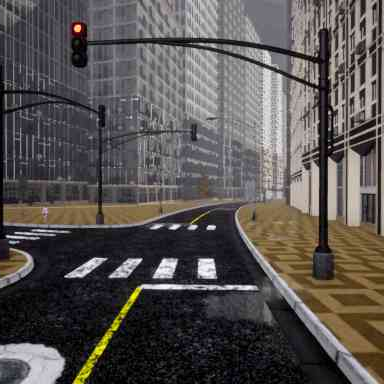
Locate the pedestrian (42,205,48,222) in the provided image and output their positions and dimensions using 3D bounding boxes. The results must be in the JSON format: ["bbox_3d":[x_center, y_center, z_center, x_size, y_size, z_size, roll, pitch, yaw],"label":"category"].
[{"bbox_3d":[-9.297,1.344,21.052,0.500,1.100,0.500,0,0,17],"label":"pedestrian"}]
